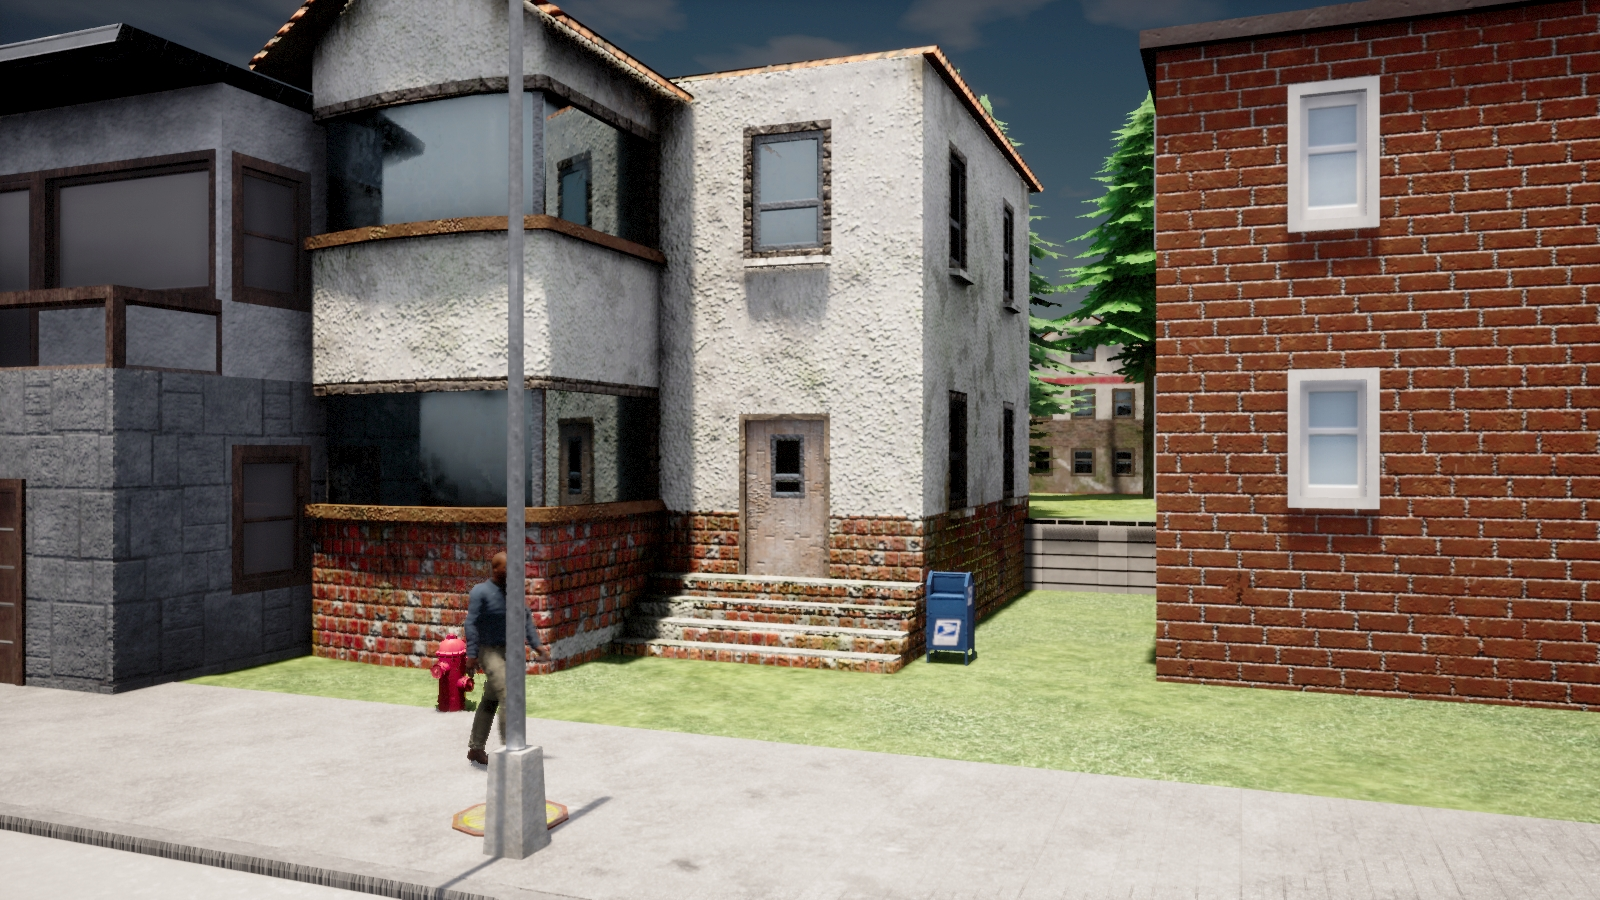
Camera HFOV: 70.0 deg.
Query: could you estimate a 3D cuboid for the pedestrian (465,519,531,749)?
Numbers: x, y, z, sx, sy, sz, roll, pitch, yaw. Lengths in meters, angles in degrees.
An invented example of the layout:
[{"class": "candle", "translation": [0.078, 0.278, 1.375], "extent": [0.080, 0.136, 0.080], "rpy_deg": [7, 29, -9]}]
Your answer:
[{"class": "pedestrian", "translation": [-2.544, 1.524, 9.630], "extent": [0.375, 1.860, 0.375], "rpy_deg": [0, 0, 32]}]
